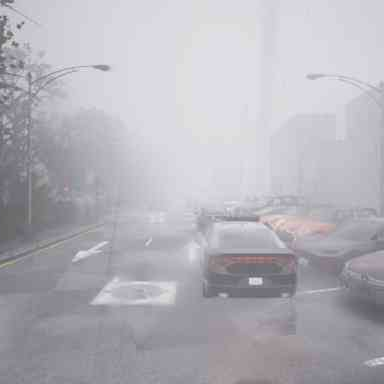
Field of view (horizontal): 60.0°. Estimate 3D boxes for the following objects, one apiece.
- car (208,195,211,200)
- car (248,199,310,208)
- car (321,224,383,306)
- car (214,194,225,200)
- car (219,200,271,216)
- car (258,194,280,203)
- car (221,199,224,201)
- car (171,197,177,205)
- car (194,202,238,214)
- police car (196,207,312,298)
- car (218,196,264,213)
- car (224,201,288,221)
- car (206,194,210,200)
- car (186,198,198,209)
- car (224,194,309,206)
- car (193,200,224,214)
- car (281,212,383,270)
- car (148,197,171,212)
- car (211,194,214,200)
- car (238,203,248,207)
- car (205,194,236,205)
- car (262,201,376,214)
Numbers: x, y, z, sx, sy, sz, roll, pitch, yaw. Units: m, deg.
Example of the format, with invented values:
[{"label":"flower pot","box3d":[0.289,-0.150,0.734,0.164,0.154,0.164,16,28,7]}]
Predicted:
[{"label":"car","box3d":[5.434,1.583,48.875,5.008,1.535,2.097,1,-1,-20]},{"label":"car","box3d":[5.364,1.369,15.849,4.553,1.767,2.185,1,0,-20]},{"label":"car","box3d":[5.311,1.527,6.836,4.674,1.452,2.002,1,0,-20]},{"label":"car","box3d":[5.363,1.270,30.840,5.566,2.045,2.435,1,0,-20]},{"label":"car","box3d":[5.372,1.560,33.840,4.792,1.488,2.163,1,0,-20]},{"label":"car","box3d":[18.449,1.462,79.894,2.435,2.045,5.566,0,0,-21]},{"label":"car","box3d":[5.189,1.503,24.781,5.366,1.575,1.946,1,0,-20]},{"label":"car","box3d":[-3.934,1.661,63.934,1.837,1.490,4.892,0,0,0]},{"label":"car","box3d":[1.189,1.518,18.559,1.837,1.490,4.892,0,0,0]},{"label":"police car","box3d":[1.167,1.427,8.668,1.930,1.638,5.238,0,0,0]},{"label":"car","box3d":[5.377,1.413,36.854,4.553,1.767,2.185,1,0,-20]},{"label":"car","box3d":[5.346,1.544,27.838,4.792,1.488,2.163,1,0,-20]},{"label":"car","box3d":[5.275,1.612,57.819,5.366,1.575,1.946,1,0,-20]},{"label":"car","box3d":[0.084,1.579,46.164,2.128,1.511,4.902,0,0,0]},{"label":"car","box3d":[5.342,1.251,21.824,5.566,2.045,2.435,1,0,-20]},{"label":"car","box3d":[1.207,1.548,24.558,1.812,1.442,4.674,0,0,0]},{"label":"car","box3d":[5.287,1.517,9.827,4.792,1.488,2.163,1,0,-20]},{"label":"car","box3d":[-4.055,1.554,39.400,2.128,1.511,4.902,0,0,0]},{"label":"car","box3d":[5.470,1.446,45.872,4.553,1.767,2.185,1,0,-20]},{"label":"car","box3d":[5.338,1.538,18.845,4.674,1.452,2.002,1,0,-20]},{"label":"car","box3d":[5.469,1.391,63.913,5.566,2.045,2.435,1,0,-20]},{"label":"car","box3d":[5.355,1.366,12.848,4.553,1.767,2.185,1,0,-20]}]
